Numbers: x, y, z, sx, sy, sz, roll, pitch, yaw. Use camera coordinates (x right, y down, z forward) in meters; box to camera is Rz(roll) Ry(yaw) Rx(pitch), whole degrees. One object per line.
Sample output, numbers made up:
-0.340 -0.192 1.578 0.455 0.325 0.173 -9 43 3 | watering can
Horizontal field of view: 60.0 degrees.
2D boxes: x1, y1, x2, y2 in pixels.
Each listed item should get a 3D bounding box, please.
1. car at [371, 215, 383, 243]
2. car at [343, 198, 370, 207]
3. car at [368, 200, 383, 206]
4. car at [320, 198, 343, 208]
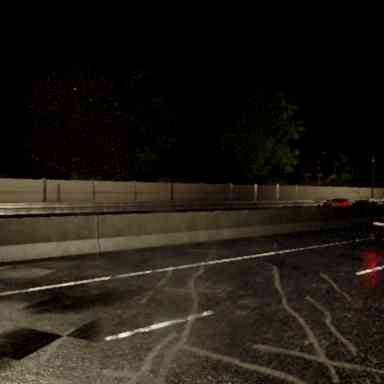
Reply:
10.156 1.589 15.301 4.902 1.511 2.128 0 0 -35 | car
20.790 1.747 40.311 4.892 1.490 1.837 0 0 -35 | car
21.886 1.836 36.798 4.718 1.301 1.895 0 0 -35 | car
18.624 1.593 43.063 4.553 1.767 2.097 1 0 -35 | car
